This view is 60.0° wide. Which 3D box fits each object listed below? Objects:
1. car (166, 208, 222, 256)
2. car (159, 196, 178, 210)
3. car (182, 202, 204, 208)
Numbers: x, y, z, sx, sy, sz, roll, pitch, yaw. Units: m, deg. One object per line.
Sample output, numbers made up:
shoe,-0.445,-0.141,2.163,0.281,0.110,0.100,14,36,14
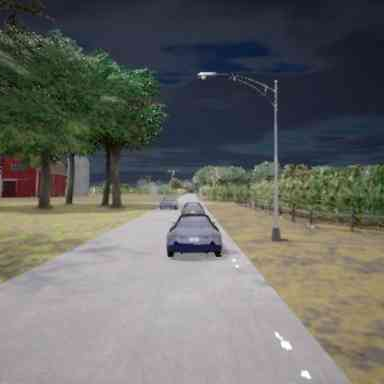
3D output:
car,0.082,1.548,13.072,1.994,1.385,4.181,0,0,0
car,-2.842,1.291,41.414,2.097,1.767,4.553,0,0,0
car,0.081,1.526,28.456,1.994,1.385,4.181,0,0,0
